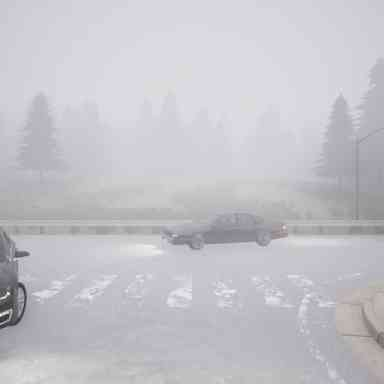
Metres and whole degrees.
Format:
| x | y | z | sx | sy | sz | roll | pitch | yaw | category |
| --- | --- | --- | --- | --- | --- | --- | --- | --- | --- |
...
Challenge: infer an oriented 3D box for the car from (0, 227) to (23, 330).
| x | y | z | sx | sy | sz | roll | pitch | yaw | category |
| --- | --- | --- | --- | --- | --- | --- | --- | --- | --- |
| -4.457 | 1.505 | 6.560 | 1.837 | 1.490 | 4.892 | 0 | 0 | -28 | car |

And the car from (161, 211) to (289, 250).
| x | y | z | sx | sy | sz | roll | pitch | yaw | category |
| --- | --- | --- | --- | --- | --- | --- | --- | --- | --- |
| 1.459 | 1.547 | 14.201 | 5.357 | 1.411 | 2.033 | 0 | 0 | -20 | car |

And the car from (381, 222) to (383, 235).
| x | y | z | sx | sy | sz | roll | pitch | yaw | category |
| --- | --- | --- | --- | --- | --- | --- | --- | --- | --- |
| 11.238 | 1.491 | 15.079 | 4.902 | 1.511 | 2.128 | 0 | 0 | 0 | car |
